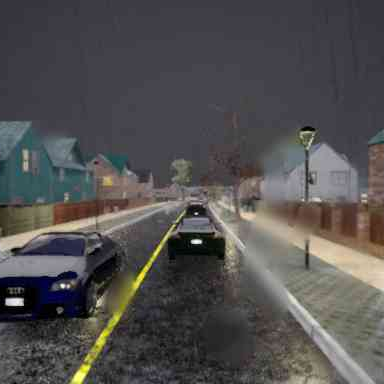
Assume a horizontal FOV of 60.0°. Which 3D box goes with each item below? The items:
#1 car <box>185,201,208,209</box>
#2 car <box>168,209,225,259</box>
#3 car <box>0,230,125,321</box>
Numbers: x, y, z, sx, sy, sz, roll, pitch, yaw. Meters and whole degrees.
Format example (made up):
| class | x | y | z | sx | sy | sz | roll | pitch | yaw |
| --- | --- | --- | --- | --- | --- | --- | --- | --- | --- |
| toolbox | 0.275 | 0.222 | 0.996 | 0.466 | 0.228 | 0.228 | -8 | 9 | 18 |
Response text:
| class | x | y | z | sx | sy | sz | roll | pitch | yaw |
| --- | --- | --- | --- | --- | --- | --- | --- | --- | --- |
| car | 0.413 | 1.567 | 30.242 | 1.837 | 1.490 | 4.892 | 0 | 0 | 1 |
| car | 0.164 | 1.573 | 12.706 | 1.994 | 1.385 | 4.181 | 0 | 0 | 0 |
| car | -2.787 | 1.565 | 7.272 | 1.994 | 1.385 | 4.181 | 0 | 0 | 1 |
